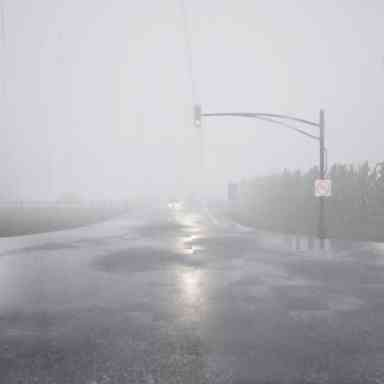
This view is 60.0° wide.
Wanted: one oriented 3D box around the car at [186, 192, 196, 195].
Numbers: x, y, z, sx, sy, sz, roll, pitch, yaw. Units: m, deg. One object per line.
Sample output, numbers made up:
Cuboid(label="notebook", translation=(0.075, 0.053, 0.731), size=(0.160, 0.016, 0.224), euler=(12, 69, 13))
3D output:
Cuboid(label="car", translation=(0.018, 1.080, 69.333), size=(2.150, 2.045, 5.566), euler=(0, 0, 0))

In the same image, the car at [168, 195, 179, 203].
Cuboid(label="car", translation=(-3.483, 1.371, 63.478), size=(2.128, 1.511, 4.902), euler=(0, 0, 0))

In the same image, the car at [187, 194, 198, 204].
Cuboid(label="car", translation=(0.016, 1.494, 59.329), size=(1.895, 1.301, 4.718), euler=(0, 0, 0))
